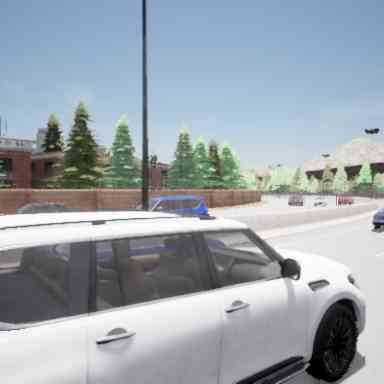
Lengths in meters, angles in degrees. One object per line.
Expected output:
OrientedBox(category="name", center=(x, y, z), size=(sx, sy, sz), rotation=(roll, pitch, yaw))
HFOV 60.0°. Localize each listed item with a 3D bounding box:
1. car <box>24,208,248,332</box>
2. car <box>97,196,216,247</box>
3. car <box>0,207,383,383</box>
OrientedBox(category="car", center=(-1.098, 1.363, 7.558), size=(4.553, 1.767, 2.097), rotation=(0, 0, -37))
OrientedBox(category="car", center=(-1.572, 1.239, 16.410), size=(5.566, 2.045, 2.150), rotation=(0, 0, -41))
OrientedBox(category="car", center=(-0.306, 1.227, 3.706), size=(5.566, 2.045, 2.150), rotation=(0, 0, -37))
